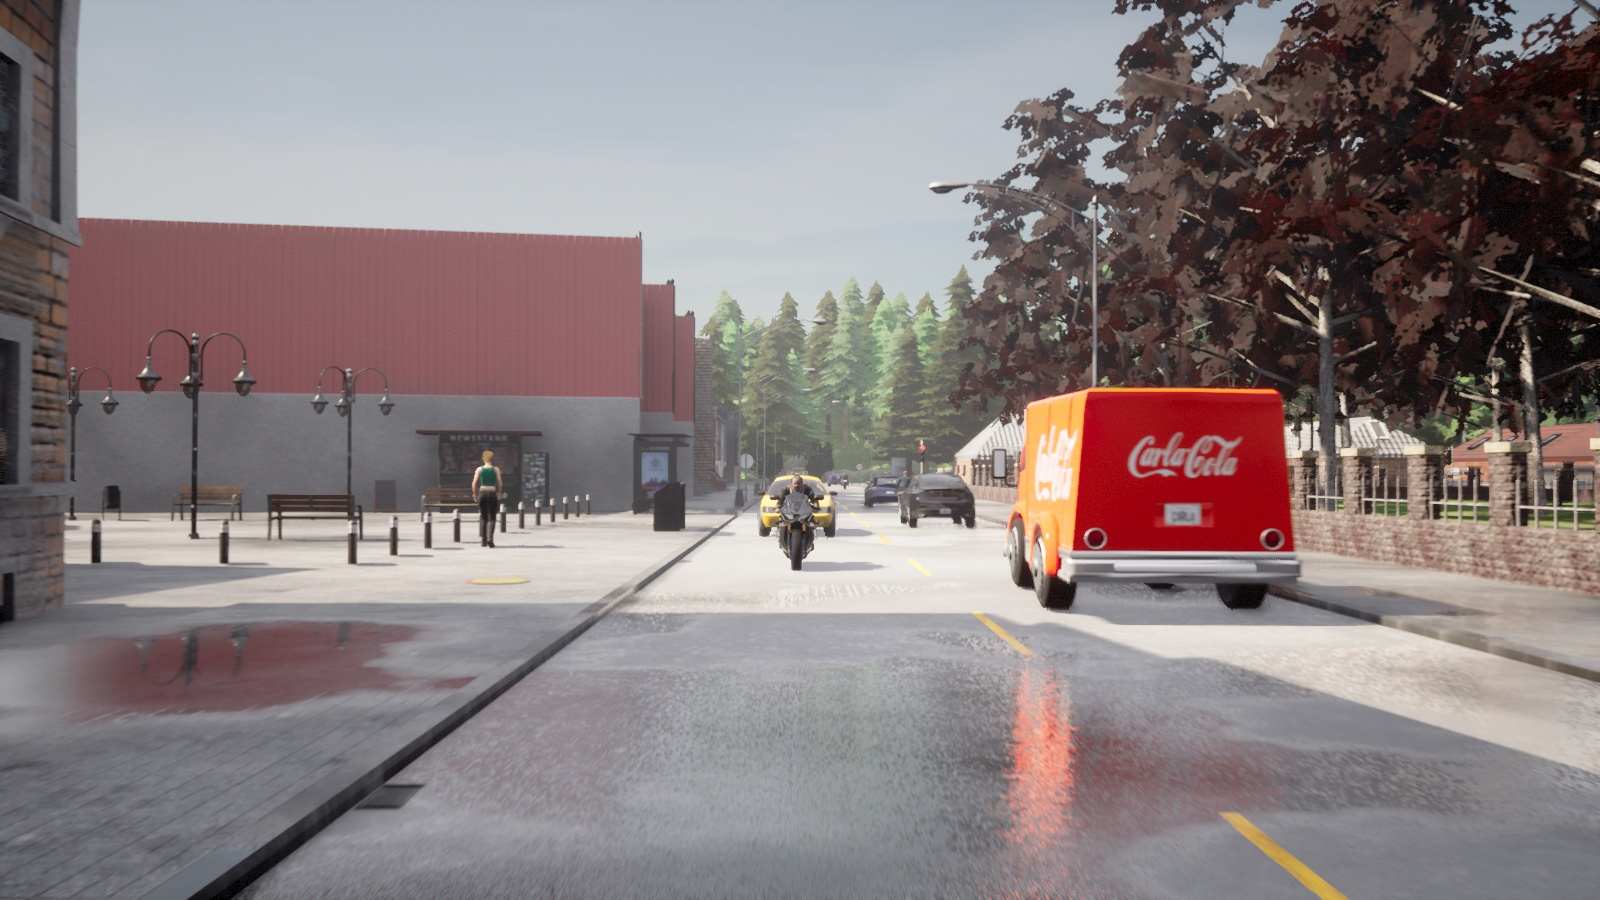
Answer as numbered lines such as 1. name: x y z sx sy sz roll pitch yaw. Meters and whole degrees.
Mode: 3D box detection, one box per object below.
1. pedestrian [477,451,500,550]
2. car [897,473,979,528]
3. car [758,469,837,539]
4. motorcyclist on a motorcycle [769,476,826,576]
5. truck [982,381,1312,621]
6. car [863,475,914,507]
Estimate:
1. pedestrian: -5.860 0.942 23.636 0.345 1.836 0.594 0 -1 -5
2. car: 3.940 1.414 36.483 1.837 1.490 4.892 0 -1 0
3. car: -0.055 1.278 31.322 1.801 1.575 5.366 0 -1 0
4. motorcyclist on a motorcycle: -0.043 1.191 20.371 0.866 1.530 2.191 0 -1 0
5. truck: 3.962 0.573 15.578 2.627 2.467 5.204 0 -1 0
6. car: 3.902 1.799 55.941 1.994 1.385 4.181 0 -1 1
